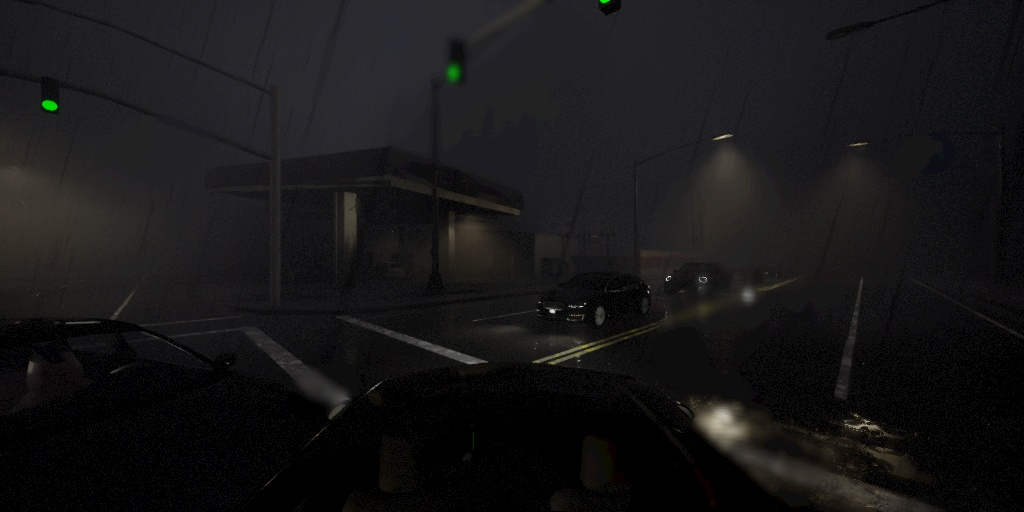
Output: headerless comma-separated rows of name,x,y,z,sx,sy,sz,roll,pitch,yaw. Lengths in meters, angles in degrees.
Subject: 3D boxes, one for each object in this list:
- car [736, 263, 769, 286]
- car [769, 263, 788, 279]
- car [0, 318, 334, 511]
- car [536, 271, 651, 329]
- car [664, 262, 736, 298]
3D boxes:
car,16.446,1.311,25.365,1.994,1.385,4.181,0,0,44
car,23.524,1.310,32.475,4.181,1.385,1.994,0,0,-45
car,-3.440,1.242,2.432,4.902,1.511,2.128,0,0,14
car,2.790,1.254,11.500,1.837,1.490,4.892,0,0,44
car,9.575,1.100,18.400,2.097,1.767,4.553,0,0,45
